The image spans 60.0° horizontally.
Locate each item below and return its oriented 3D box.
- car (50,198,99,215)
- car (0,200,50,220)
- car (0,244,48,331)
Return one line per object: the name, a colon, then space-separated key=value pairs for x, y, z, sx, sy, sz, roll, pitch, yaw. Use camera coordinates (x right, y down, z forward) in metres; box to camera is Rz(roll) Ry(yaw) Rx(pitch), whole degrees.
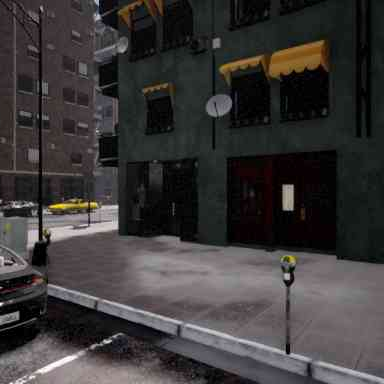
car: x=-10.840 y=1.250 z=30.408 sx=1.752 sy=1.417 sz=4.829 roll=1 pitch=1 yaw=35
car: x=-13.928 y=1.350 z=25.982 sx=2.008 sy=1.369 sz=4.403 roll=1 pitch=1 yaw=35
car: x=-4.355 y=1.551 z=5.976 sx=4.403 sy=1.369 sz=2.008 roll=0 pitch=0 yaw=35
